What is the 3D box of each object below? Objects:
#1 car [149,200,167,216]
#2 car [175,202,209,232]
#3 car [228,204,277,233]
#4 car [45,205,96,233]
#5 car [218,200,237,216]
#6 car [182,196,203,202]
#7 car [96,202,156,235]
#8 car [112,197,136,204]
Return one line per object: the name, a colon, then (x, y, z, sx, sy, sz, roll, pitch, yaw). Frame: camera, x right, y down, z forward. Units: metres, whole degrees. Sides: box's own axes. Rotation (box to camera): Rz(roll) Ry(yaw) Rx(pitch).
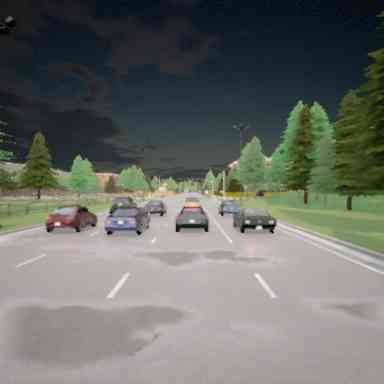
car: (-3.466, 1.519, 32.032, 2.033, 1.411, 5.357, 0, 0, 1)
car: (0.016, 1.546, 20.180, 1.994, 1.385, 4.181, 0, 0, 0)
car: (3.508, 1.583, 19.535, 1.895, 1.301, 4.718, 0, 0, 0)
car: (-6.991, 1.508, 19.609, 1.812, 1.442, 4.674, 0, 0, 0)
car: (3.534, 1.519, 32.011, 2.033, 1.411, 5.357, 0, 0, 1)
car: (0.059, 1.320, 34.741, 2.097, 1.767, 4.553, 0, 0, 0)
car: (-3.495, 1.531, 18.799, 2.033, 1.411, 5.357, 0, 0, 0)
car: (-6.943, 1.321, 34.401, 2.097, 1.767, 4.553, 0, 0, 0)
